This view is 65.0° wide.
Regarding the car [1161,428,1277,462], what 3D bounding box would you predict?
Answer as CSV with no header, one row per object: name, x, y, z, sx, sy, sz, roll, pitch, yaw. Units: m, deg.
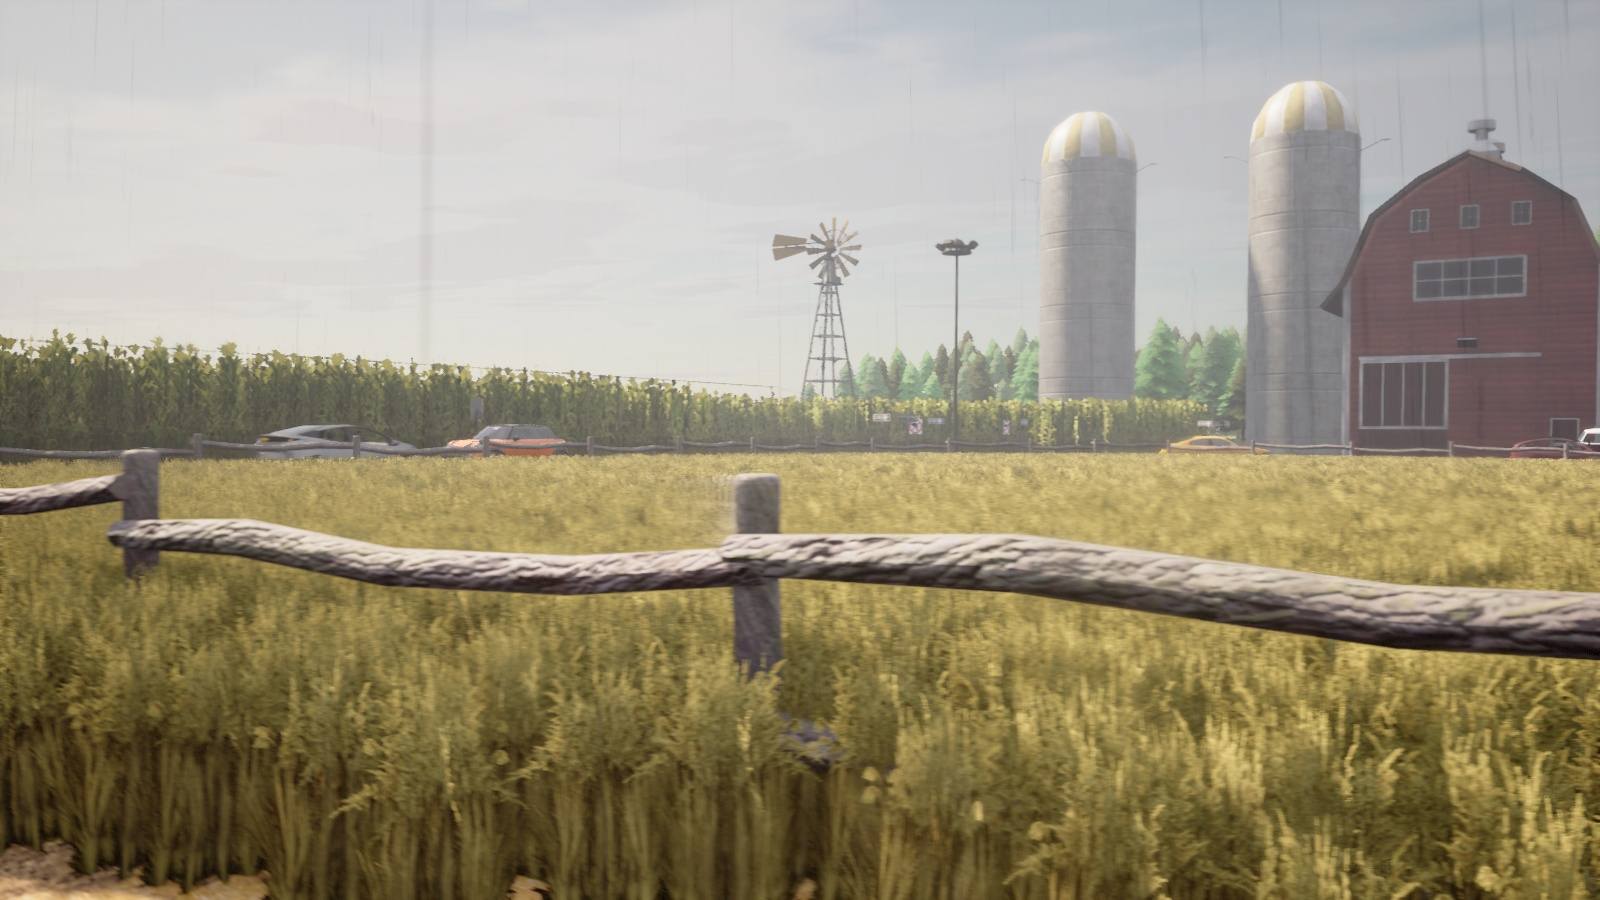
car,19.593,-0.253,58.926,5.008,1.535,1.882,0,0,15

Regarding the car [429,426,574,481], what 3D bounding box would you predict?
car,-10.052,0.092,42.632,2.097,1.767,4.553,0,1,34

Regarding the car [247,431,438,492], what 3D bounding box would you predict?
car,-12.227,0.263,33.841,2.007,1.525,4.514,0,0,34

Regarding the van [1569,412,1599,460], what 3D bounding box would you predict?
van,35.586,-0.600,53.811,4.480,2.038,2.069,0,1,30

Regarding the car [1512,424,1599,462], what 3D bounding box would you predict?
car,31.652,-0.282,52.064,3.705,1.549,1.789,0,1,30
